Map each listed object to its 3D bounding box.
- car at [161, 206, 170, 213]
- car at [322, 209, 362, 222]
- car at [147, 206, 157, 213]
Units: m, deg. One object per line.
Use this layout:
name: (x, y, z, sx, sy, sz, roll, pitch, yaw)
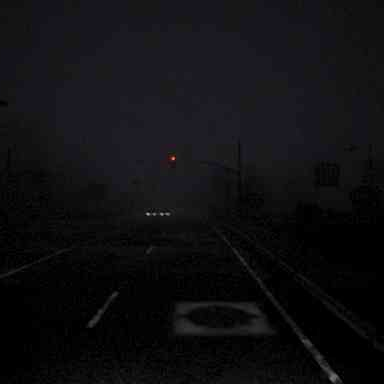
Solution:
car: (-7.018, 4.594, 87.304, 2.097, 1.767, 4.553, 0, -1, 0)
car: (15.446, 2.540, 35.108, 4.674, 1.442, 1.812, 0, -3, -3)
car: (-10.518, 4.593, 87.290, 2.097, 1.767, 4.553, 0, -1, 0)
